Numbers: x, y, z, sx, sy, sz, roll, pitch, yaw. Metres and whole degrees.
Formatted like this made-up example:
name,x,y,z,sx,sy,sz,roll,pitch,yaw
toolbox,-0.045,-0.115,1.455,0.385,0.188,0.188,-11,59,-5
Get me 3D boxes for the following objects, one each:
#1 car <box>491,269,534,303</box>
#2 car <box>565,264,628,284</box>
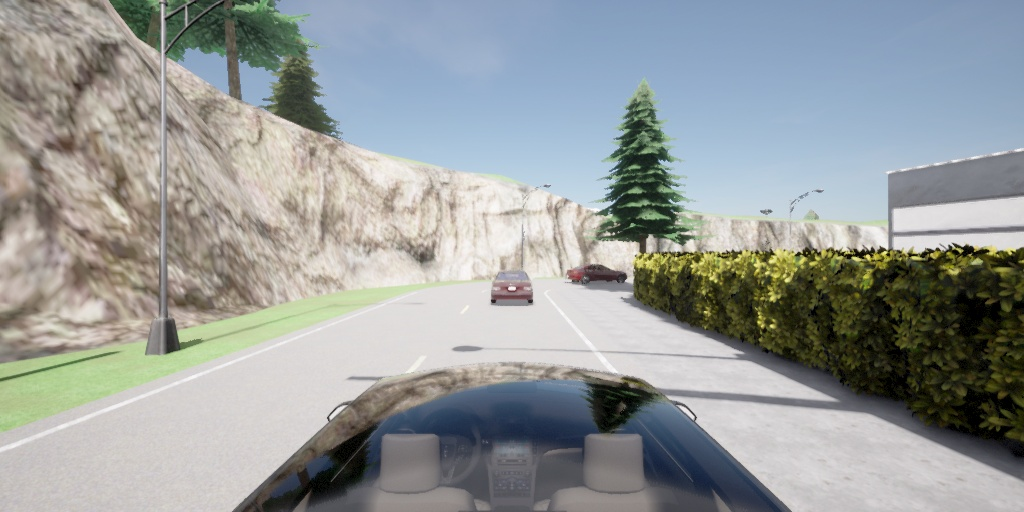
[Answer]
name,x,y,z,sx,sy,sz,roll,pitch,yaw
car,0.000,1.313,16.500,2.033,1.411,5.357,0,0,0
car,6.177,1.283,26.262,4.674,1.442,1.812,0,0,-16
